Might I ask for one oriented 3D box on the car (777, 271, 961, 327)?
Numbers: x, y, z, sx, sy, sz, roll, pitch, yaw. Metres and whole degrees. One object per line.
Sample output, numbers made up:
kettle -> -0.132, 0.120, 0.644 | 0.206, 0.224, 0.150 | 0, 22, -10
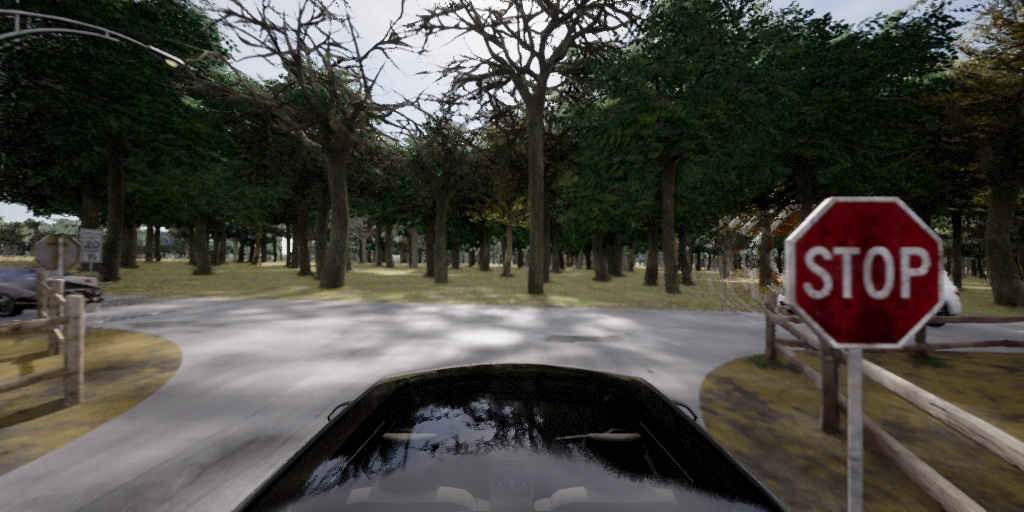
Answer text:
car -> 13.367, 1.445, 13.611 | 5.566, 2.045, 2.150 | 1, -1, 0

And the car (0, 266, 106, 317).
car -> -16.139, 1.031, 11.151 | 5.357, 1.411, 2.033 | 1, -1, 1
